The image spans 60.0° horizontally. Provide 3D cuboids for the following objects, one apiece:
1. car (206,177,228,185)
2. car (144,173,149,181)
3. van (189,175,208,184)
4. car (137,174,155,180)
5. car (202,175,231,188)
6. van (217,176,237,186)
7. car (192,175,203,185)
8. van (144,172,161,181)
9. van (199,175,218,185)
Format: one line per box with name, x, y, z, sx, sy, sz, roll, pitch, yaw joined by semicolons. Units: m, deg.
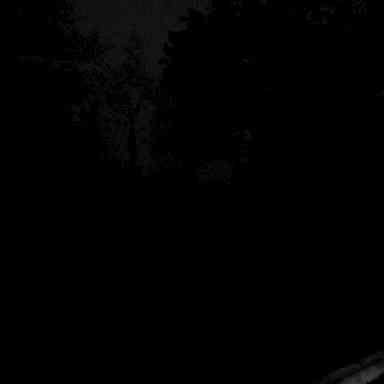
car;5.667;-2.362;74.132;2.097;1.535;5.008;5;4;43
car;-9.377;-2.936;70.156;2.163;1.488;4.792;5;4;43
van;1.530;-2.974;77.775;1.878;1.987;4.442;5;4;43
car;-12.637;-4.064;90.973;2.002;1.452;4.674;5;4;42
car;4.682;-1.581;57.000;1.946;1.575;5.366;6;4;42
van;7.646;-2.389;72.155;1.878;1.987;4.442;6;4;42
car;2.987;-1.783;59.065;1.946;1.575;5.366;6;4;42
van;-10.602;-4.145;89.261;1.878;1.987;4.442;5;4;43
van;3.721;-2.780;76.075;1.878;1.987;4.442;5;4;43
